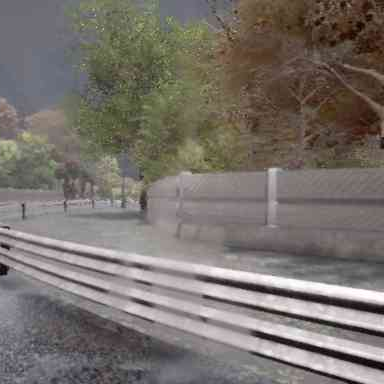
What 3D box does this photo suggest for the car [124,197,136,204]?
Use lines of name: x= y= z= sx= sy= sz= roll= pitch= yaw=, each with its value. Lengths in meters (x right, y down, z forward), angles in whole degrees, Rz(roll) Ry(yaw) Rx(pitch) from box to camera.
car: x=-15.700 y=1.887 z=80.686 sx=2.097 sy=1.767 sz=4.553 roll=0 pitch=-1 yaw=2

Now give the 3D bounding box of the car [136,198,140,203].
car: x=-15.273 y=2.352 z=90.662 sx=1.994 sy=1.385 sz=4.181 roll=0 pitch=-1 yaw=2
